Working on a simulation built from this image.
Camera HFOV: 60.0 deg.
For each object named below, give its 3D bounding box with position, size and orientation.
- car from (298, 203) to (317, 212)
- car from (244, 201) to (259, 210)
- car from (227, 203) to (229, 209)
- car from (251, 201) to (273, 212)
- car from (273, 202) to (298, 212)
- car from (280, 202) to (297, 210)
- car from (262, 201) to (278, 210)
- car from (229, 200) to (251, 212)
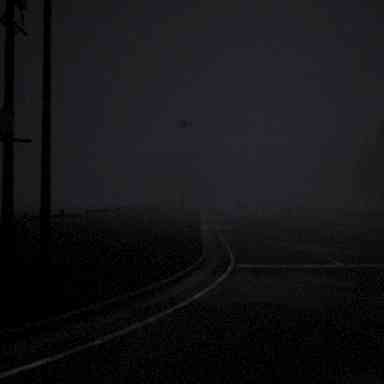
[{"bbox_3d":[18.078,2.427,52.611,2.033,1.411,5.357,0,-1,1],"label":"car"},{"bbox_3d":[11.277,2.516,63.281,2.128,1.511,4.902,0,-1,1],"label":"car"},{"bbox_3d":[7.777,2.561,63.346,2.033,1.411,5.357,0,-1,1],"label":"car"},{"bbox_3d":[11.086,2.391,53.092,1.812,1.442,4.674,0,-1,1],"label":"car"},{"bbox_3d":[14.579,2.417,52.675,2.033,1.411,5.357,0,-1,1],"label":"car"},{"bbox_3d":[18.275,2.570,63.148,1.812,1.442,4.674,0,-1,1],"label":"car"},{"bbox_3d":[14.776,2.539,63.214,1.837,1.490,4.892,0,-1,1],"label":"car"},{"bbox_3d":[7.590,2.209,53.295,2.097,1.767,4.553,0,-1,1],"label":"car"}]
